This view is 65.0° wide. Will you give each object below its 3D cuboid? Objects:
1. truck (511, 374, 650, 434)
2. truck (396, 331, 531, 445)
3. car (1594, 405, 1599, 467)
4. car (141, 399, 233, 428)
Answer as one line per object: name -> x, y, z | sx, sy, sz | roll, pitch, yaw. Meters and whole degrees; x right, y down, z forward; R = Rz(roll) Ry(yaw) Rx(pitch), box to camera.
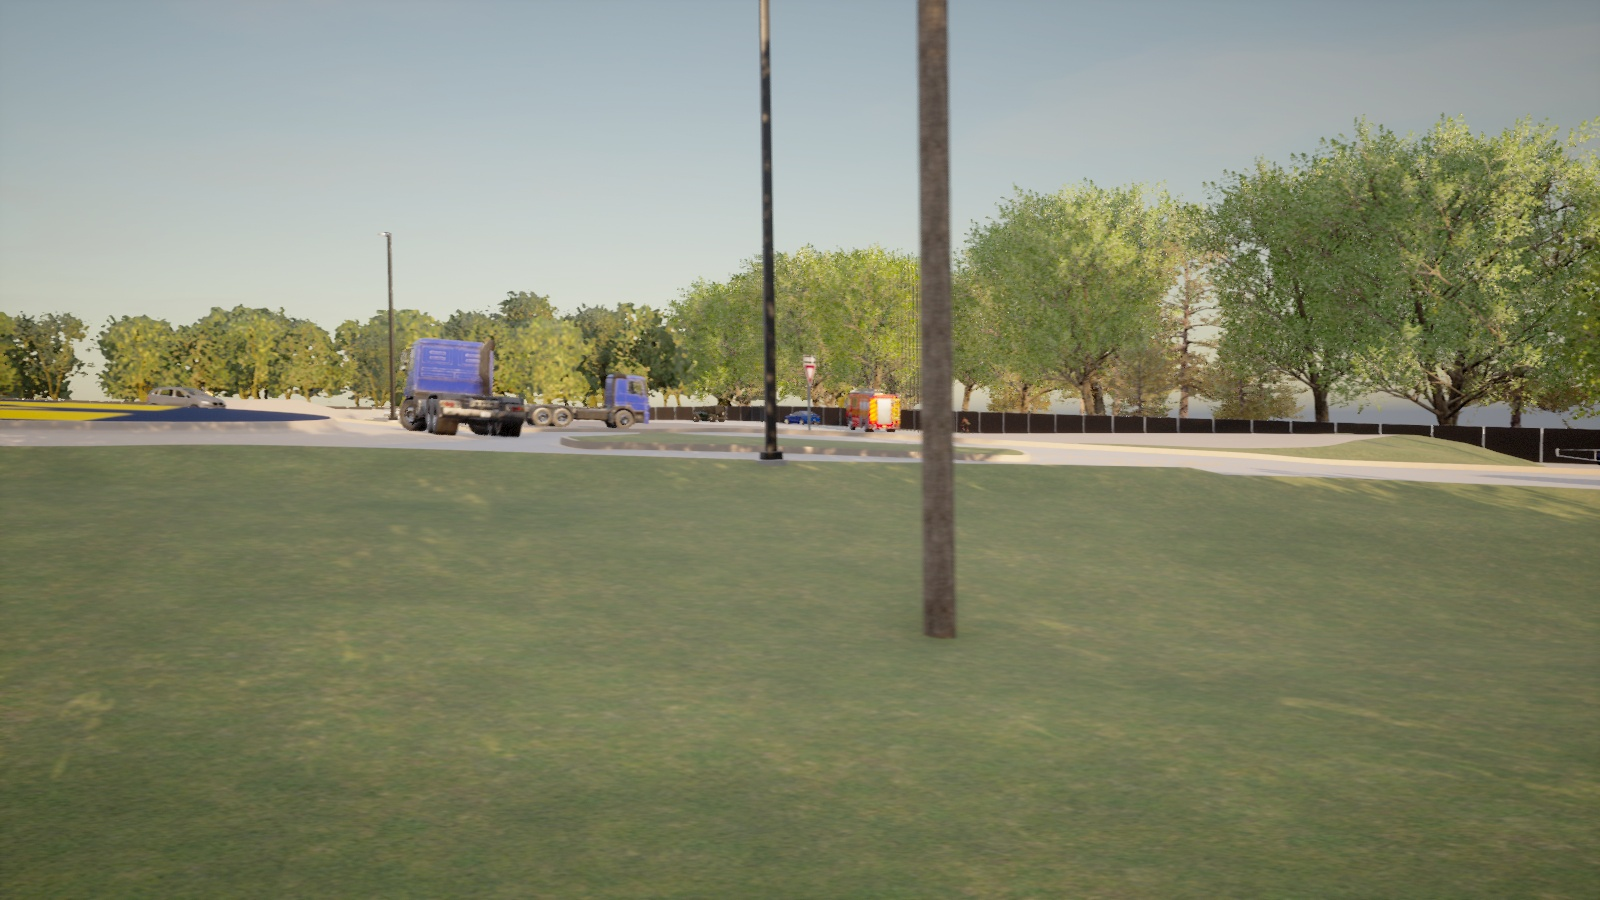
truck -> -13.492, -2.808, 77.334 | 7.936, 3.462, 2.891 | 0, 2, -23
truck -> -11.775, -2.000, 43.325 | 2.891, 3.462, 7.936 | 2, 0, -26
car -> 20.690, -0.254, 28.046 | 4.674, 1.442, 1.812 | 1, 2, 18
car -> -36.504, -2.173, 74.808 | 4.611, 1.667, 2.242 | 1, 1, 16
